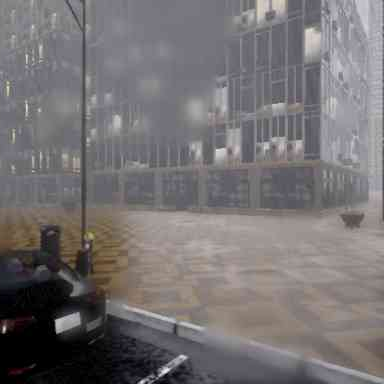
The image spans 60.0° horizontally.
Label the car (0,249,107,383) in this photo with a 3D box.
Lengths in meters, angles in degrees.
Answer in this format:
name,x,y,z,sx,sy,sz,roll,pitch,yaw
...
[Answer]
name,x,y,z,sx,sy,sz,roll,pitch,yaw
car,-3.144,1.565,5.112,4.313,1.339,1.947,0,0,35
